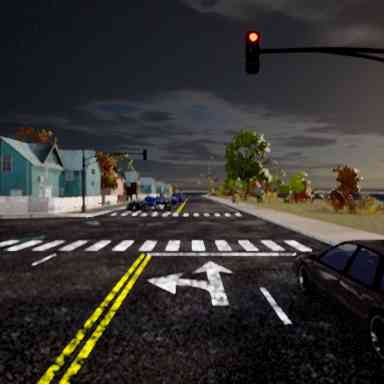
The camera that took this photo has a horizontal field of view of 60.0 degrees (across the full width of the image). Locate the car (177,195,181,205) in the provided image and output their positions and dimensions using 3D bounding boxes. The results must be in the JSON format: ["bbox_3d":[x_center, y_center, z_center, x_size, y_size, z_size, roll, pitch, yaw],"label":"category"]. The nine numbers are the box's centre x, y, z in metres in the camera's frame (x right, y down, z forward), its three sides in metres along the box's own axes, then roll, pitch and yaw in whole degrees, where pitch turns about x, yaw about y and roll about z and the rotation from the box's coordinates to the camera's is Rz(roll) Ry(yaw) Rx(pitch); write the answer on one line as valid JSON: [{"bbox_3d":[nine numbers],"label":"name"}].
[{"bbox_3d":[-3.242,1.542,53.914,1.895,1.301,4.718,0,0,0],"label":"car"}]

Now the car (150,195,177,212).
[{"bbox_3d":[-3.286,1.441,38.817,2.128,1.511,4.902,0,0,0],"label":"car"}]

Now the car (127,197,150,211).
[{"bbox_3d":[-6.534,1.550,39.906,1.895,1.301,4.718,0,0,0],"label":"car"}]

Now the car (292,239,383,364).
[{"bbox_3d":[3.362,1.537,5.685,2.033,1.411,5.357,0,0,0],"label":"car"}]

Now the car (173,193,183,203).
[{"bbox_3d":[-3.151,1.165,69.324,2.150,2.045,5.566,0,0,0],"label":"car"}]

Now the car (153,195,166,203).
[{"bbox_3d":[-6.418,1.432,66.517,2.128,1.511,4.902,0,0,1],"label":"car"}]
